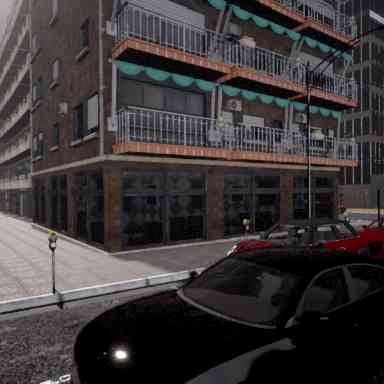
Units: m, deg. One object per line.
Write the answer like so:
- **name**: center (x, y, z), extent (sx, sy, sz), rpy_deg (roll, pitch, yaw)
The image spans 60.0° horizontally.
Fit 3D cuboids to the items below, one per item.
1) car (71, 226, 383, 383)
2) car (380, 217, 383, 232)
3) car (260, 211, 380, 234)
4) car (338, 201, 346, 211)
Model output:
- **car**: center (1.116, 1.477, 4.164), extent (5.008, 1.535, 1.882), rpy_deg (0, 0, -35)
- **car**: center (7.228, 1.543, 11.716), extent (4.507, 1.381, 1.887), rpy_deg (0, -1, -35)
- **car**: center (2.728, 1.439, 8.512), extent (4.097, 1.590, 1.967), rpy_deg (0, -1, -35)
- **car**: center (16.498, 1.746, 40.603), extent (1.967, 1.590, 4.097), rpy_deg (-2, 0, -36)
